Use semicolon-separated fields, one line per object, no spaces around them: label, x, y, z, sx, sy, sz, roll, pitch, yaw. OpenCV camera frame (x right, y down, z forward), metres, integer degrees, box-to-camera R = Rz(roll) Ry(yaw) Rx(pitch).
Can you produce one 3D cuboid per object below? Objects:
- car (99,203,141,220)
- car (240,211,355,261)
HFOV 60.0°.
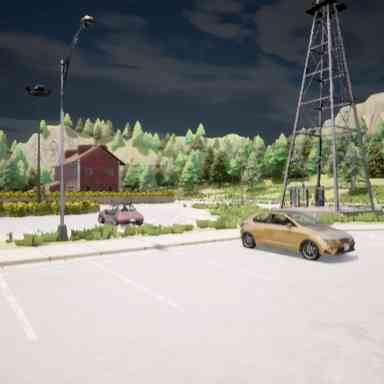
car;-4.746;1.463;21.905;1.784;1.438;3.905;0;0;-35
car;3.640;1.450;12.076;1.816;1.474;4.193;0;0;-35
